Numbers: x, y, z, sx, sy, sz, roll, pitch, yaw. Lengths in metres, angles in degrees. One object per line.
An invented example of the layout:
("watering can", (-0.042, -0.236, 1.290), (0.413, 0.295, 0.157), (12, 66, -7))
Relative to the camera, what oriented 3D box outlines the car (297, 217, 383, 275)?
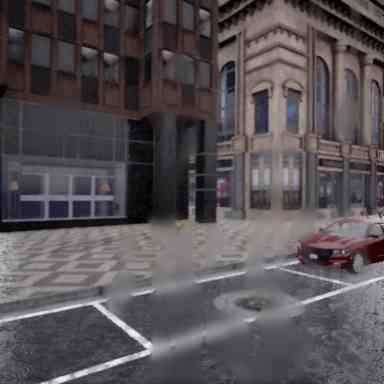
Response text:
("car", (5.179, 1.525, 10.467), (4.507, 1.381, 1.887), (0, 1, -36))
